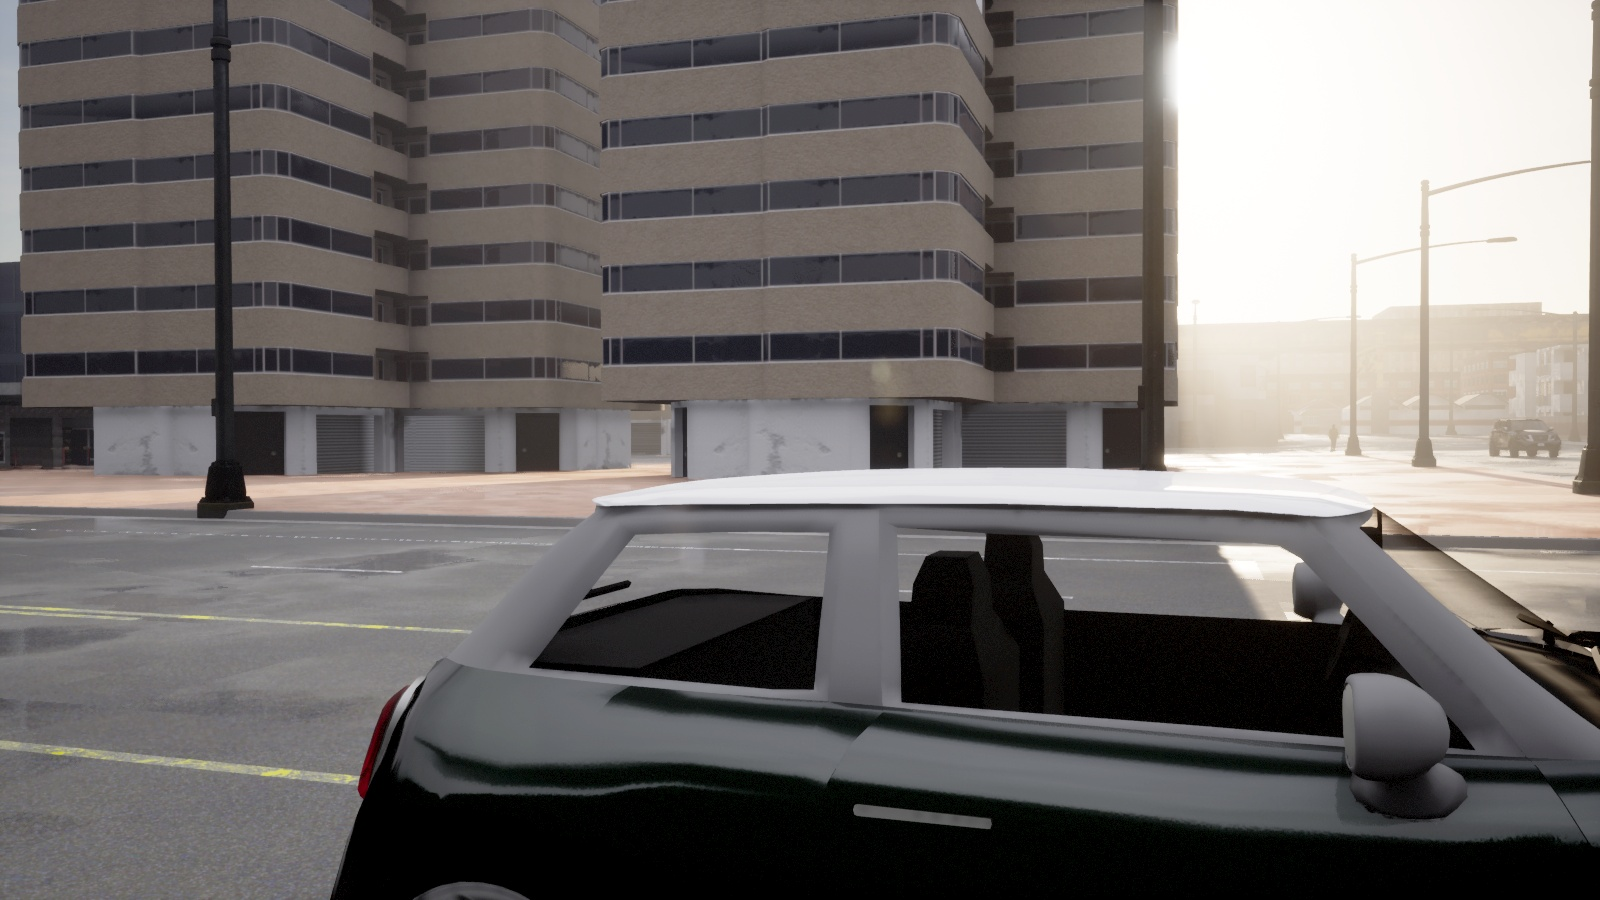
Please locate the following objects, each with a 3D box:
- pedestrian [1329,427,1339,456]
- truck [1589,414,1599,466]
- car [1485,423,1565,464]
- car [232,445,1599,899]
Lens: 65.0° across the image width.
[{"bbox_3d":[33.716,-0.532,79.314,0.431,1.840,0.709,0,1,13],"label":"pedestrian"},{"bbox_3d":[39.341,-0.457,59.050,2.627,2.467,5.204,1,1,18],"label":"truck"},{"bbox_3d":[38.076,-0.367,66.104,2.150,2.045,5.566,0,1,13],"label":"car"},{"bbox_3d":[0.941,0.749,2.925,3.806,1.475,1.970,1,1,19],"label":"car"}]
